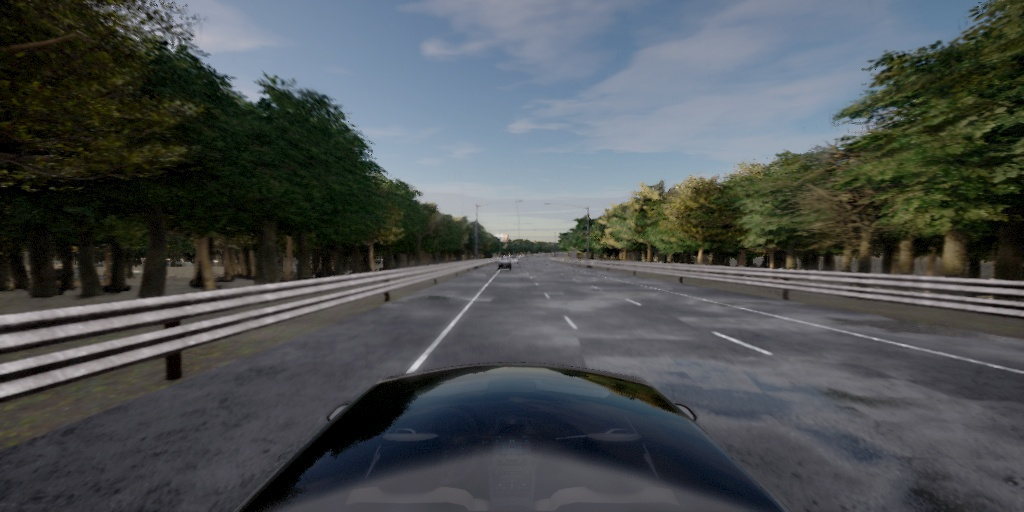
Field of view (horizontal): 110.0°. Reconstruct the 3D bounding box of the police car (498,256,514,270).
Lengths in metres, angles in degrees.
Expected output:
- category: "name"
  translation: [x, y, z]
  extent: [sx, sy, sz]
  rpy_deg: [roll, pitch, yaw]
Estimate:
- category: "police car"
  translation: [-1.033, 1.167, 51.735]
  extent: [1.930, 1.638, 5.238]
  rpy_deg: [0, 0, 0]
